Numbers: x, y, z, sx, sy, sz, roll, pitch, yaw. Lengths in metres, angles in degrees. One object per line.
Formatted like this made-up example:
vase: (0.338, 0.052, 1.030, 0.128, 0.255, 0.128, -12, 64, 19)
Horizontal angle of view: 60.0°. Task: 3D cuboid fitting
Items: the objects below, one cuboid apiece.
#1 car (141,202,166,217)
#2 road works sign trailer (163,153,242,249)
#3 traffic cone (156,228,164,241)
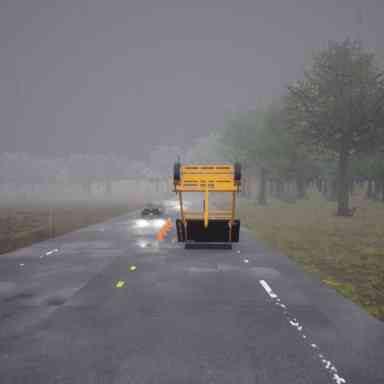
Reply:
car: (-3.461, 1.571, 30.295, 1.895, 1.301, 4.718, 0, 0, 0)
road works sign trailer: (0.548, 0.920, 11.770, 2.380, 3.560, 2.880, 0, 45, 4)
traffic cone: (-1.466, 1.942, 15.322, 0.340, 0.580, 0.340, 0, 0, 0)
